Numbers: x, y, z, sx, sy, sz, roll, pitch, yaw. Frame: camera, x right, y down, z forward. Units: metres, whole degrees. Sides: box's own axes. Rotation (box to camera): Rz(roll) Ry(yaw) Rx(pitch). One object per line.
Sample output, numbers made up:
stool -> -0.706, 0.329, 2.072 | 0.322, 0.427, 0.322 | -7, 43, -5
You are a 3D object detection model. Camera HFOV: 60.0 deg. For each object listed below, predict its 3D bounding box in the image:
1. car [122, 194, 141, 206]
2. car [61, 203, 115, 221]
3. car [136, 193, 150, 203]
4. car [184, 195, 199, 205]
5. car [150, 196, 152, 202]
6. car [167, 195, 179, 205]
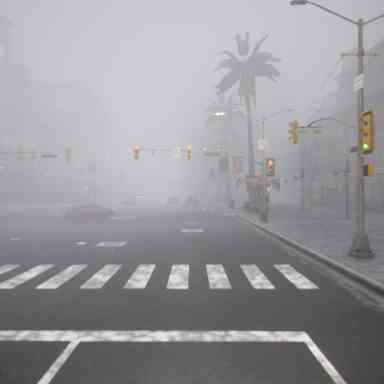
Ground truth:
car -> -10.531, 1.557, 56.762 | 2.033, 1.411, 5.357 | 0, 0, 1
car -> -8.444, 1.568, 27.191 | 1.994, 1.385, 4.181 | 0, 0, 44
car -> -10.502, 1.231, 67.007 | 2.150, 2.045, 5.566 | 0, 0, 0
car -> 0.109, 1.362, 59.009 | 2.097, 1.767, 4.553 | 0, 0, 0
car -> -10.489, 1.491, 77.461 | 1.882, 1.535, 5.008 | 0, 0, 0
car -> -3.391, 1.574, 60.085 | 1.994, 1.385, 4.181 | 0, 0, 0
